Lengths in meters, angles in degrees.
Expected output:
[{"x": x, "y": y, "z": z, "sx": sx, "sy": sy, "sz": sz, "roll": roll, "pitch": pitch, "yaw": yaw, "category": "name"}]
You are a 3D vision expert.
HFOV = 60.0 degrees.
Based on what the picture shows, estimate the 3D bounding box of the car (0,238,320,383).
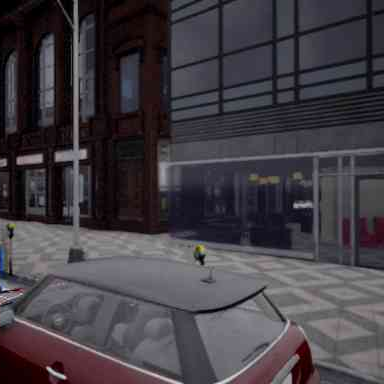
[{"x": -0.917, "y": 1.420, "z": 3.509, "sx": 4.097, "sy": 1.590, "sz": 1.967, "roll": 1, "pitch": 0, "yaw": 35, "category": "car"}]
